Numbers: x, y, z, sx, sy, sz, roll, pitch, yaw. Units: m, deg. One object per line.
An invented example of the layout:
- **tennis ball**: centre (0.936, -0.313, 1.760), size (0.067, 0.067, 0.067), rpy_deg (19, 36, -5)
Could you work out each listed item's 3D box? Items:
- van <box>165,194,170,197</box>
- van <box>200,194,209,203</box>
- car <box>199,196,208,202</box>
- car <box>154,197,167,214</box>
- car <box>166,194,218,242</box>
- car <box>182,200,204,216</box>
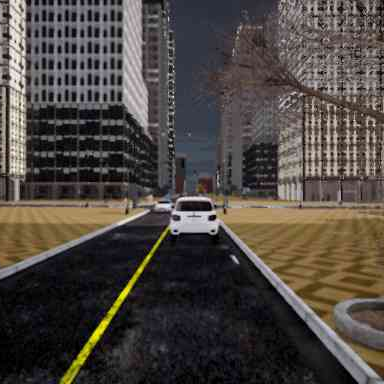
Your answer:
- **van**: centre (-5.774, 1.418, 83.547), size (1.690, 1.788, 3.998), rpy_deg (0, 0, 0)
- **van**: centre (2.680, 1.408, 72.442), size (1.690, 1.788, 3.998), rpy_deg (0, 0, 0)
- **car**: centre (2.609, 1.617, 77.980), size (1.887, 1.381, 4.507), rpy_deg (0, 0, 0)
- **car**: centre (-3.013, 1.563, 36.593), size (1.812, 1.442, 4.674), rpy_deg (0, 0, 0)
- **car**: centre (0.093, 1.243, 16.721), size (2.150, 2.045, 5.566), rpy_deg (0, 0, 0)
- **car**: centre (0.093, 1.582, 34.019), size (2.033, 1.411, 5.357), rpy_deg (0, 0, 0)
